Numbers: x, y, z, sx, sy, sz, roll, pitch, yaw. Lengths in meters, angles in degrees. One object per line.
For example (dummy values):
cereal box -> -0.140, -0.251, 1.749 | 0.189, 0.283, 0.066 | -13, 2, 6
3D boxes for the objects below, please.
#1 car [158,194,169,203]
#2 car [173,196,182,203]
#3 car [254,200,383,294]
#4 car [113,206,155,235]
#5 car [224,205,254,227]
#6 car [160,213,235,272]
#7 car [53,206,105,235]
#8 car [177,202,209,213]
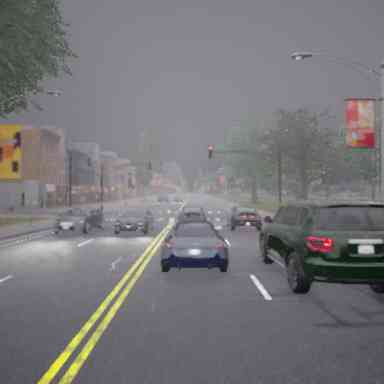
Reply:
car -> -6.467, 1.392, 75.353 | 2.150, 2.045, 5.566 | 0, 0, 0
car -> -3.217, 1.666, 75.383 | 1.837, 1.490, 4.892 | 0, 0, 0
car -> 3.308, 1.236, 8.939 | 2.150, 2.045, 5.566 | 0, -1, 1
car -> -3.314, 1.629, 19.805 | 1.837, 1.490, 4.892 | 0, -1, 0
car -> 3.302, 1.648, 21.892 | 1.837, 1.490, 4.892 | 0, -1, 0
car -> 0.074, 1.597, 10.919 | 1.994, 1.385, 4.181 | 0, -1, 0
car -> -6.563, 1.615, 19.791 | 2.128, 1.511, 4.902 | 0, -1, 0
car -> 0.049, 1.650, 22.073 | 1.837, 1.490, 4.892 | 0, -1, 1
